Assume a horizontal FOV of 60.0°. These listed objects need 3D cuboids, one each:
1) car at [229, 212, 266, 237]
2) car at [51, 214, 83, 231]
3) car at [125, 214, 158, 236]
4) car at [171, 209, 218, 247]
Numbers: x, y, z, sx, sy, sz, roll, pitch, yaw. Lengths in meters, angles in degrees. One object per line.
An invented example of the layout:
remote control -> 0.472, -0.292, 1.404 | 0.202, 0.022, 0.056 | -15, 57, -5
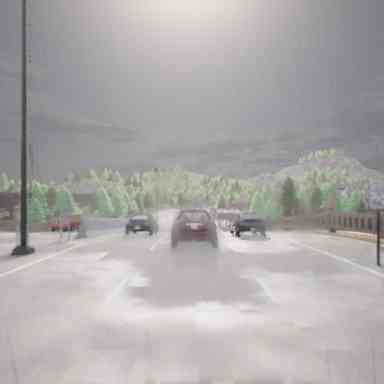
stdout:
car -> 3.606, 2.129, 22.037 | 1.837, 1.490, 4.892 | 0, -4, 0
car -> -13.991, 3.518, 38.006 | 2.150, 2.045, 5.566 | 0, -8, 0
car -> -3.406, 2.227, 23.045 | 1.812, 1.442, 4.674 | 0, -4, 0
car -> 0.105, 1.655, 16.645 | 2.097, 1.767, 4.553 | 0, -3, 0
